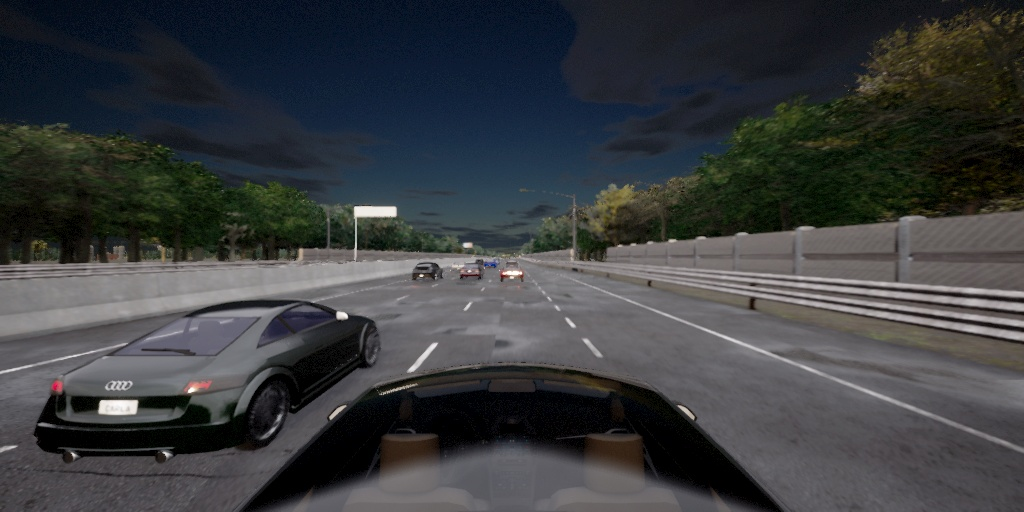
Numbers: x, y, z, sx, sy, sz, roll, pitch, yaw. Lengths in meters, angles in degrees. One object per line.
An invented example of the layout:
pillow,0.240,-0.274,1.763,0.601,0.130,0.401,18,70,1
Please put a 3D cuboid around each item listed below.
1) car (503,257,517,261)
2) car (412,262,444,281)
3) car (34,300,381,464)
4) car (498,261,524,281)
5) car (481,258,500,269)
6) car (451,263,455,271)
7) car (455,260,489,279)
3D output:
car,-0.010,1.272,55.165,1.882,1.535,5.008,0,0,0
car,-7.005,1.276,30.224,1.837,1.490,4.892,0,0,0
car,-3.501,1.315,5.194,1.994,1.385,4.181,0,0,0
car,-0.006,1.371,30.169,1.895,1.301,4.718,0,0,0
car,-3.510,1.276,59.187,1.882,1.535,5.008,0,0,0
car,-7.009,1.387,49.206,1.895,1.301,4.718,0,0,0
car,-3.505,1.318,32.182,2.033,1.411,5.357,0,0,0
